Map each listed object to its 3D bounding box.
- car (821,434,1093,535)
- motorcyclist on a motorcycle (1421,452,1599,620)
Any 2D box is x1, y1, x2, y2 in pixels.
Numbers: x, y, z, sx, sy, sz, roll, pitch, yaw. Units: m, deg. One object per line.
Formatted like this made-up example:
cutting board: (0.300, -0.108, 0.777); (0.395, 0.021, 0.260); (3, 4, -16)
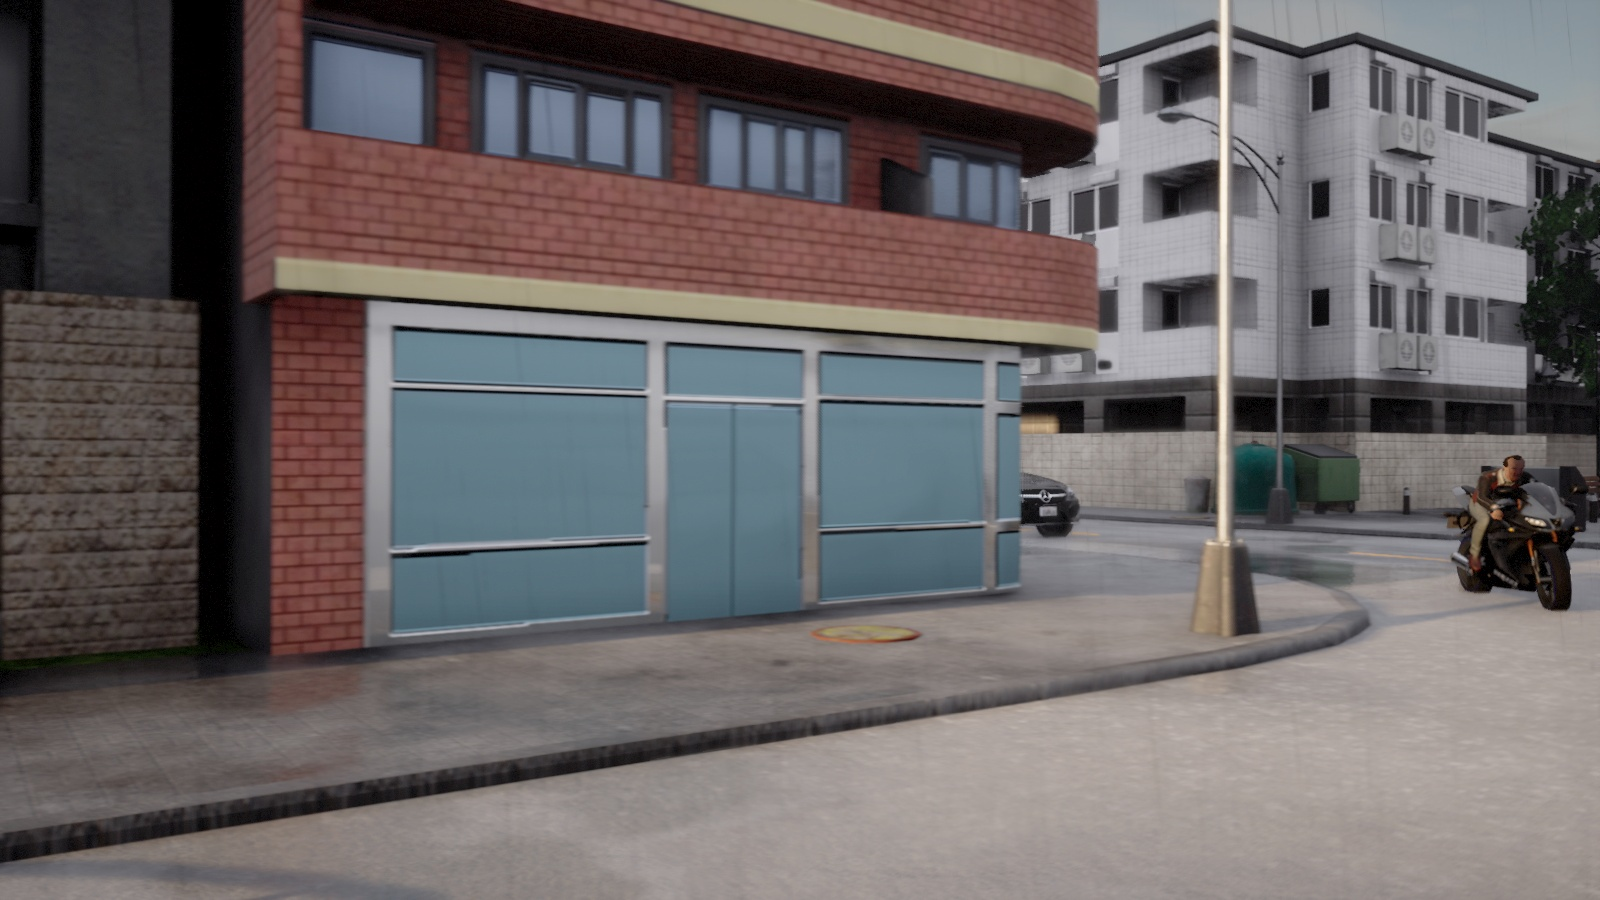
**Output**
car: (2.737, 0.574, 23.133); (2.152, 1.651, 5.027); (0, 0, -35)
motorcyclist on a motorcycle: (7.191, 0.797, 12.668); (0.866, 1.530, 2.191); (-1, 0, 4)
